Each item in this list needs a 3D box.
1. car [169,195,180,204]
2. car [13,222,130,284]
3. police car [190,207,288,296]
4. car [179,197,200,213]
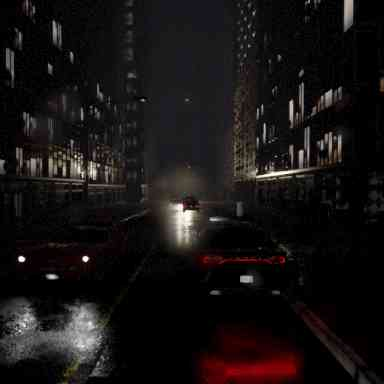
[{"bbox_3d":[-3.311,1.387,64.293,2.097,1.767,4.553,0,0,0],"label":"car"},{"bbox_3d":[-3.145,1.599,9.672,1.895,1.301,4.718,0,0,0],"label":"car"},{"bbox_3d":[1.009,1.425,8.803,1.930,1.638,5.238,0,0,0],"label":"police car"},{"bbox_3d":[-0.099,1.556,37.274,2.033,1.411,5.357,0,0,0],"label":"car"}]
